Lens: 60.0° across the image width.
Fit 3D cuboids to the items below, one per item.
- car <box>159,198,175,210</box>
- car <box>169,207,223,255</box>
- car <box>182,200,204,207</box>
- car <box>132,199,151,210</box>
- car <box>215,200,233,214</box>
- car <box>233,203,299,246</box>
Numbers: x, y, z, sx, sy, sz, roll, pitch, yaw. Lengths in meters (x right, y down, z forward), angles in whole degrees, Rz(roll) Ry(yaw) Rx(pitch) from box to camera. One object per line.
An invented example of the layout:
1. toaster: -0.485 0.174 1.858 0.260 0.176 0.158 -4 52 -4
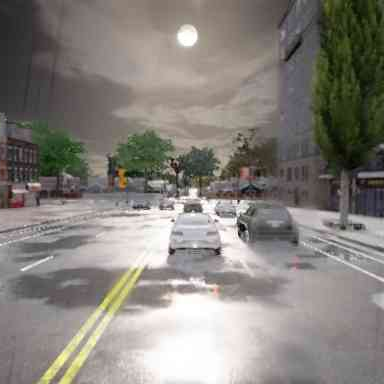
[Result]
1. car: -3.323 1.584 44.167 2.128 1.511 4.902 0 0 0
2. car: 0.101 1.527 13.265 1.812 1.442 4.674 0 0 0
3. car: 0.105 1.549 32.963 1.837 1.490 4.892 0 0 0
4. car: -6.574 1.655 43.825 1.994 1.385 4.181 0 0 0
5. car: 3.355 1.573 33.830 1.812 1.442 4.674 0 0 0
6. car: 3.352 1.356 15.513 2.097 1.767 4.553 0 0 0
